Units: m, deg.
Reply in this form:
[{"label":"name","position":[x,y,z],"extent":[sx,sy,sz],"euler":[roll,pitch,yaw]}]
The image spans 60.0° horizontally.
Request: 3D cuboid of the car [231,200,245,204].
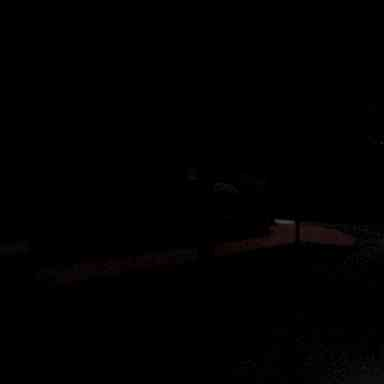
[{"label":"car","position":[3.964,1.464,28.843],"extent":[4.553,1.767,2.097],"euler":[0,-1,43]}]
